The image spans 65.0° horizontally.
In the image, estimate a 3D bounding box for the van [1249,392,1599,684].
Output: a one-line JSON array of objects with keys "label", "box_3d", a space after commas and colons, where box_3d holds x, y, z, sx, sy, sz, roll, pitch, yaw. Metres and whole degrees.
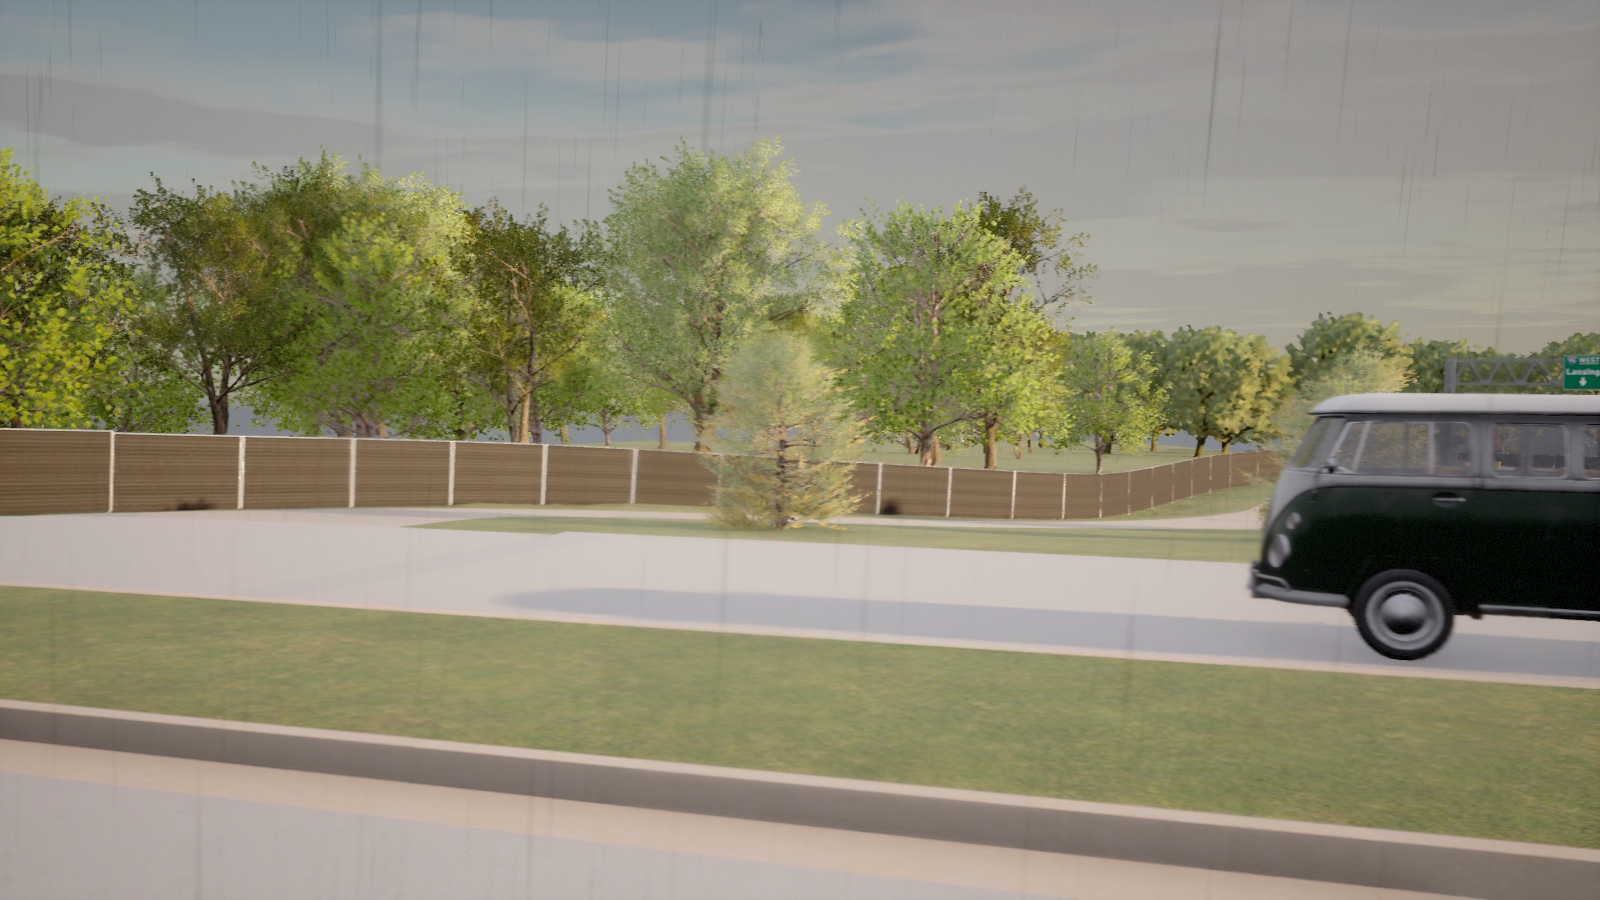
[{"label": "van", "box_3d": [5.787, 0.609, 9.505, 4.442, 1.987, 1.775, 2, 1, 20]}]
